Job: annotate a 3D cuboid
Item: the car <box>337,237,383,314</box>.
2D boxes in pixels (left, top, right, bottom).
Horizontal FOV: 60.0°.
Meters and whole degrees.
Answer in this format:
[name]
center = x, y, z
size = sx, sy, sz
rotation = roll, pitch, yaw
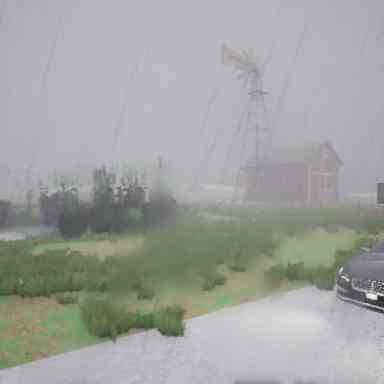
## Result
[car]
center = 5.008, 1.492, 6.983
size = 4.892, 1.490, 1.837
rotation = 0, 0, -35
